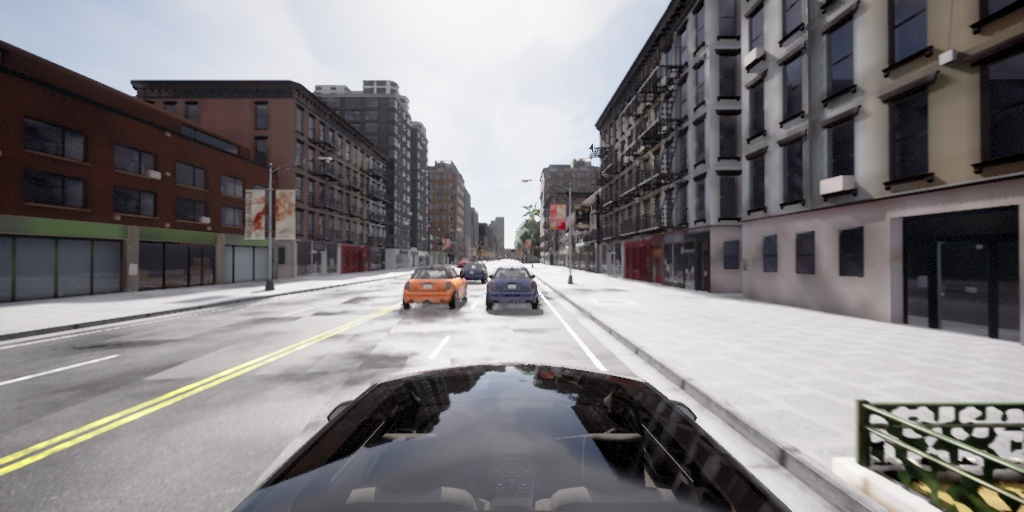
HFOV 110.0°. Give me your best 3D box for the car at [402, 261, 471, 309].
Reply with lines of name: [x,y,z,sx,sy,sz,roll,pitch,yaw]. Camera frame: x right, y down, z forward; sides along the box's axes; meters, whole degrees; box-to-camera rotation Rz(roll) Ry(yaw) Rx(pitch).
car: [-3.244,1.230,15.918,2.097,1.767,4.553,0,-1,0]

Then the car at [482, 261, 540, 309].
car: [0.006,1.230,15.915,2.097,1.767,4.553,0,-1,0]

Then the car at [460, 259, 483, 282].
car: [-3.241,1.367,30.919,2.097,1.767,4.553,0,-1,0]
